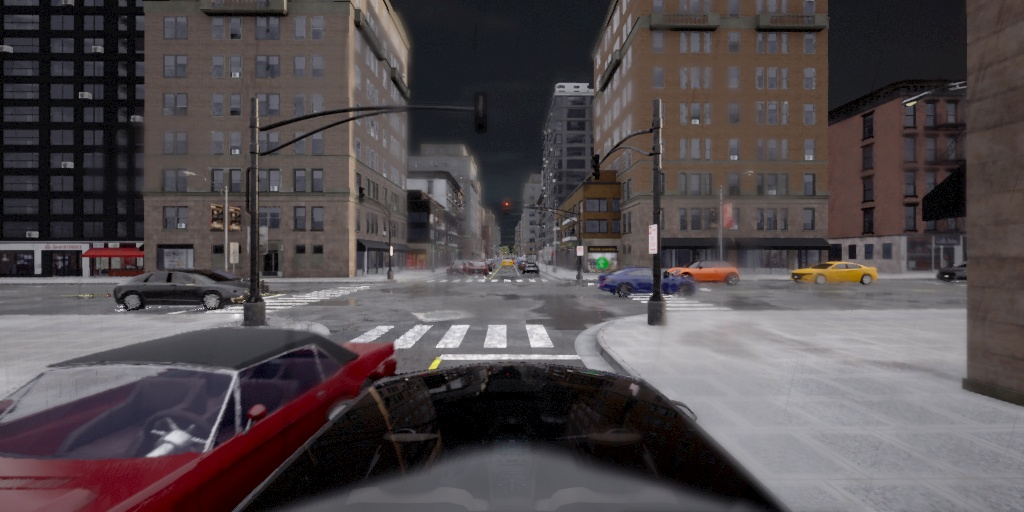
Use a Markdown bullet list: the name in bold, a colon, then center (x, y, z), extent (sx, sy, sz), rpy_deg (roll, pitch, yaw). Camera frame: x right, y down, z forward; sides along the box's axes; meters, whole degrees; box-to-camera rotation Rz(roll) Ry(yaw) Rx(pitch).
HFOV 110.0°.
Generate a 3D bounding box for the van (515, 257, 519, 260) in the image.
- **van**: center (1.846, 1.173, 61.698), extent (1.690, 1.789, 3.998), rpy_deg (0, 0, 0)

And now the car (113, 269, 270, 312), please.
- **car**: center (-12.469, 1.289, 13.997), extent (4.892, 1.490, 1.837), rpy_deg (0, 0, -1)

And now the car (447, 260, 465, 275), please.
- **car**: center (-6.015, 1.229, 39.596), extent (1.967, 1.591, 4.097), rpy_deg (0, 0, 0)

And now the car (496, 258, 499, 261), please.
- **car**: center (-3.598, 1.424, 57.524), extent (1.895, 1.301, 4.718), rpy_deg (0, 0, 0)

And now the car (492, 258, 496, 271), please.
- **car**: center (-3.533, 1.308, 47.384), extent (1.837, 1.490, 4.892), rpy_deg (0, 0, 0)

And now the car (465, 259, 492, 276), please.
- **car**: center (-3.464, 1.265, 37.790), extent (1.882, 1.535, 5.008), rpy_deg (0, 0, 0)

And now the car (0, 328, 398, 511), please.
- **car**: center (-2.559, 1.351, 2.609), extent (1.895, 1.301, 4.718), rpy_deg (0, 0, 3)

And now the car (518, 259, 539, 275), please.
- **car**: center (2.010, 1.355, 39.655), extent (1.948, 1.339, 4.313), rpy_deg (0, 0, 0)

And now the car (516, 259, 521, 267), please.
- **car**: center (1.928, 1.391, 50.677), extent (1.802, 1.307, 4.207), rpy_deg (0, 0, 0)

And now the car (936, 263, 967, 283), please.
- **car**: center (32.123, 1.126, 24.503), extent (4.892, 1.490, 1.837), rpy_deg (0, 0, -1)

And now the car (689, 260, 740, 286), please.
- **car**: center (12.692, 1.054, 24.263), extent (4.553, 1.767, 2.097), rpy_deg (0, 0, -1)

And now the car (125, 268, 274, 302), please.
- **car**: center (-14.806, 1.347, 17.217), extent (5.357, 1.411, 2.033), rpy_deg (0, 0, -1)

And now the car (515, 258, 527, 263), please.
- **car**: center (1.887, 1.386, 56.188), extent (1.948, 1.339, 4.313), rpy_deg (0, 0, 0)

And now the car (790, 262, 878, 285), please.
- **car**: center (21.796, 1.142, 24.380), extent (5.008, 1.535, 1.882), rpy_deg (0, 0, -1)

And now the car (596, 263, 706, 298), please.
- **car**: center (6.500, 1.241, 17.487), extent (4.674, 1.442, 1.812), rpy_deg (0, 0, -1)
